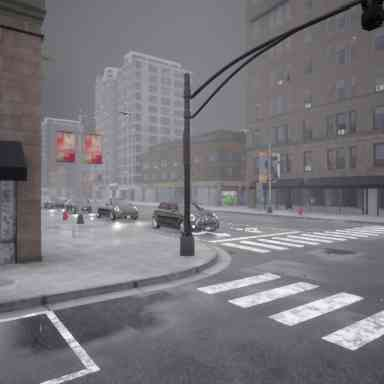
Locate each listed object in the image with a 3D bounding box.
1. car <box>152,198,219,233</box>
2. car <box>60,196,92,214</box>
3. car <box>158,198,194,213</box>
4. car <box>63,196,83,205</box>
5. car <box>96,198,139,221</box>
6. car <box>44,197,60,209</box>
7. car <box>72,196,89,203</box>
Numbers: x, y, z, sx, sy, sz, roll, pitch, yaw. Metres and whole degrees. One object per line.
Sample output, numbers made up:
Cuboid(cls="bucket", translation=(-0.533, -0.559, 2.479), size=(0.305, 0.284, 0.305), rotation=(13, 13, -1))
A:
Cuboid(cls="car", translation=(-0.471, 1.332, 19.316), size=(2.097, 1.767, 4.553), rotation=(0, 0, -36))
Cuboid(cls="car", translation=(-12.216, 1.455, 35.567), size=(1.837, 1.490, 4.892), rotation=(0, 0, -36))
Cuboid(cls="car", translation=(-1.935, 1.449, 38.317), size=(1.837, 1.490, 4.892), rotation=(0, 1, -36))
Cuboid(cls="car", translation=(-21.379, 1.450, 59.665), size=(2.033, 1.411, 5.357), rotation=(0, 0, -36))
Cuboid(cls="car", translation=(-6.156, 1.317, 27.175), size=(2.097, 1.767, 4.553), rotation=(0, 0, -36))
Cuboid(cls="car", translation=(-18.277, 1.439, 44.015), size=(1.837, 1.490, 4.892), rotation=(0, 0, -35))
Cuboid(cls="car", translation=(-22.216, 1.452, 66.351), size=(1.994, 1.385, 4.181), rotation=(0, 0, -36))
